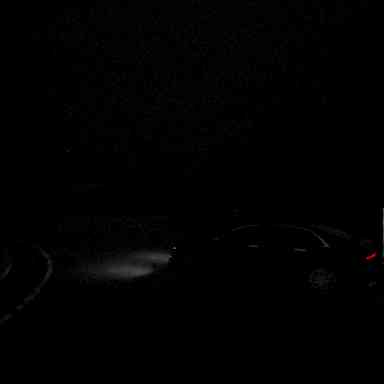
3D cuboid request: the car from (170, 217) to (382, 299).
[{"bbox_3d":[1.790,1.377,8.086,4.892,1.490,1.837,2,2,26],"label":"car"}]
